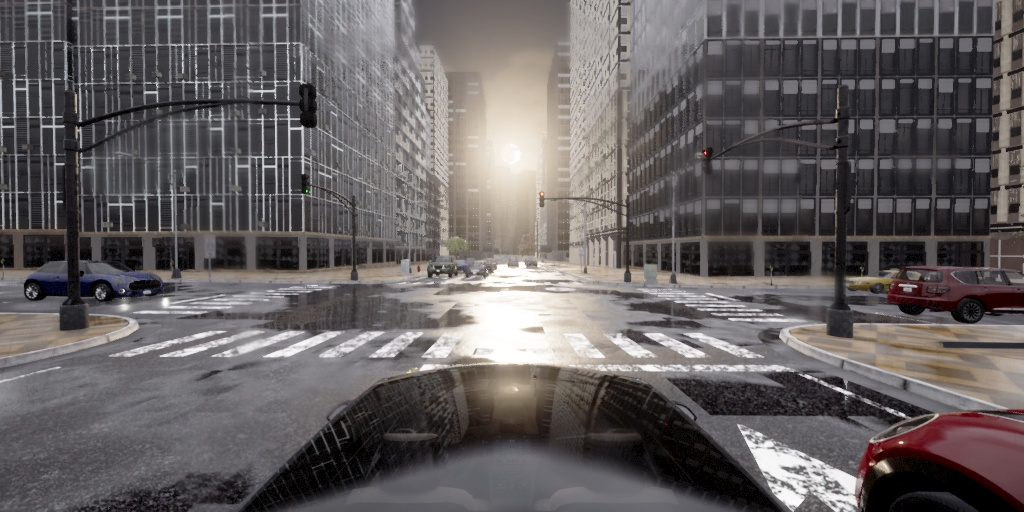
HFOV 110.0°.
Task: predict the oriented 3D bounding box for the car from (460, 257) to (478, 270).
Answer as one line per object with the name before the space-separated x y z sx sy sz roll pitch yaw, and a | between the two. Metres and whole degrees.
car | -6.410 1.063 53.802 2.097 1.767 4.553 0 0 0

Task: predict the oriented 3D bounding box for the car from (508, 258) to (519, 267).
car | 0.214 1.264 63.346 1.994 1.385 4.181 0 0 0

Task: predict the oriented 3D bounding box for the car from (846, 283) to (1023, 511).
car | 3.253 1.103 0.394 2.097 1.767 4.553 0 0 0

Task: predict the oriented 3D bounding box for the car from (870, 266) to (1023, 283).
car | 16.227 1.281 12.505 5.009 1.841 2.192 0 0 1

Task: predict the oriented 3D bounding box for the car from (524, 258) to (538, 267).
car | 3.464 1.301 63.364 1.895 1.301 4.718 0 0 0

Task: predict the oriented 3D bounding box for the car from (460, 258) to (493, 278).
car | -3.238 1.223 33.926 2.128 1.511 4.902 0 0 1

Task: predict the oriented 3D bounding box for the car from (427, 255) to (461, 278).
car | -6.479 0.952 34.169 2.150 2.045 5.566 0 0 0

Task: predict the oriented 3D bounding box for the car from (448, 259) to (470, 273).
car | -6.453 1.199 44.134 1.882 1.535 5.008 0 0 0

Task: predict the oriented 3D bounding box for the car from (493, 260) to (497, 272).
car | -3.208 1.323 43.207 1.895 1.301 4.718 0 0 0

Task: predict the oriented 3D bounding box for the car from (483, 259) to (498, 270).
car | -3.163 1.259 53.911 2.033 1.411 5.357 0 0 0

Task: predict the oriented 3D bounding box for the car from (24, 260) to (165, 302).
car | -18.148 0.970 15.731 4.553 1.767 2.097 1 1 3

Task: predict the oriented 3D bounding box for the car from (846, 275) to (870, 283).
car | 21.866 1.408 20.771 4.829 1.417 1.751 0 0 1
